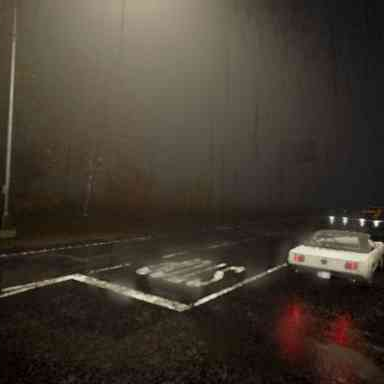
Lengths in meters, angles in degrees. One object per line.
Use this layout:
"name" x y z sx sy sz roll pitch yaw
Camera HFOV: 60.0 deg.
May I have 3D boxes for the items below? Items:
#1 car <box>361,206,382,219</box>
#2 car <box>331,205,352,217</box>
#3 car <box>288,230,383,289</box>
"car" 22.728 2.544 41.969 1.882 1.535 5.008 3 0 35
"car" 19.868 2.416 43.983 1.882 1.535 5.008 3 0 35
"car" 4.559 1.823 10.044 1.895 1.301 4.718 3 0 35
